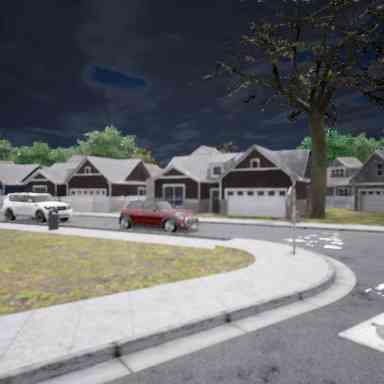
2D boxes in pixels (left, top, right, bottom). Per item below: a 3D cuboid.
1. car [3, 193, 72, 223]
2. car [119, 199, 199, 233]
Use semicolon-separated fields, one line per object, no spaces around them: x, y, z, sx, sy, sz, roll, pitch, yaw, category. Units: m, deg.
-11.137;1.082;23.842;5.566;2.045;2.150;0;0;29;car
-1.856;1.231;18.626;4.553;1.767;2.097;0;0;30;car
